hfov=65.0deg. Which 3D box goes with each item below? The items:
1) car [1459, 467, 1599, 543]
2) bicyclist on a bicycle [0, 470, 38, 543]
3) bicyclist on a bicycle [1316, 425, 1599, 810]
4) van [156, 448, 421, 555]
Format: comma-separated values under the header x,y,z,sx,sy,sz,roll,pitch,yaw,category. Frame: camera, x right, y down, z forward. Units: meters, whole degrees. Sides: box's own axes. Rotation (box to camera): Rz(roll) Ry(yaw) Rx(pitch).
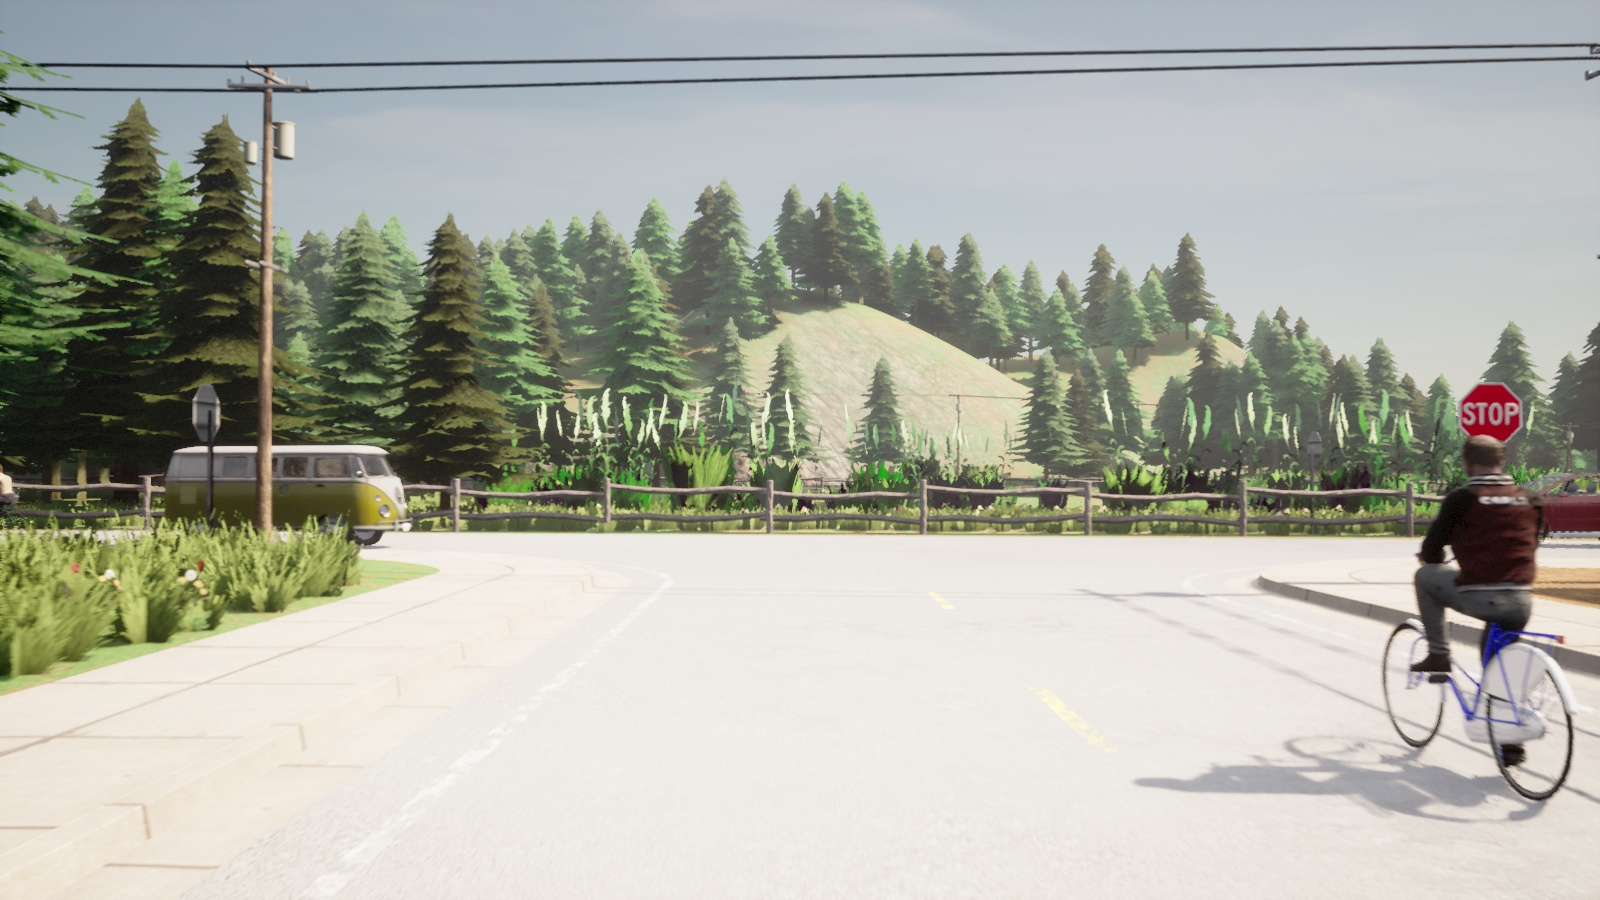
x,y,z,sx,sy,sz,roll,pitch,yaw,category
16.335,1.139,26.693,3.705,1.549,1.789,0,-1,3,car
-18.163,1.262,28.270,1.509,1.612,0.866,0,-1,2,bicyclist on a bicycle
3.483,0.784,6.736,0.659,1.776,1.843,0,-1,0,bicyclist on a bicycle
-9.868,0.982,24.419,4.442,1.987,1.775,0,-1,3,van
